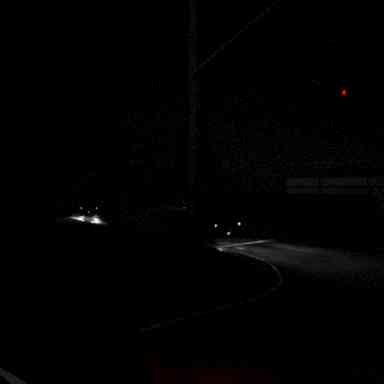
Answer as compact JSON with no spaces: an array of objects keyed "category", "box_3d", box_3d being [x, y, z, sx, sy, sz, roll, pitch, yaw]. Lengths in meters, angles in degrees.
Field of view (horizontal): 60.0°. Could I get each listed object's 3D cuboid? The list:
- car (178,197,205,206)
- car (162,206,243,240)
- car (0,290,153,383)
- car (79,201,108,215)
[{"category":"car","box_3d":[0.133,1.488,49.975,5.008,1.535,1.882,0,0,-39]},{"category":"car","box_3d":[0.408,1.601,17.194,1.895,1.301,4.718,0,0,-36]},{"category":"car","box_3d":[-2.616,1.505,1.846,4.892,1.490,1.837,0,0,-33]},{"category":"car","box_3d":[-9.799,1.601,33.362,1.895,1.301,4.718,0,0,-3]}]
